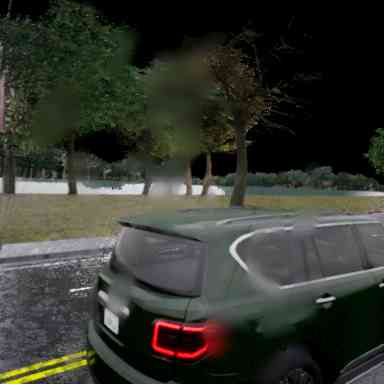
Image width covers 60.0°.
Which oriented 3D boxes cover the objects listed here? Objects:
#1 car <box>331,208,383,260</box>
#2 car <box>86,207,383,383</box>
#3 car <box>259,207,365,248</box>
[{"bbox_3d":[7.834,1.477,13.262,5.008,1.535,1.882,0,0,-35],"label":"car"},{"bbox_3d":[1.472,1.230,4.488,5.566,2.045,2.150,0,0,-36],"label":"car"},{"bbox_3d":[5.825,1.548,15.824,5.357,1.411,2.033,0,0,-35],"label":"car"}]
